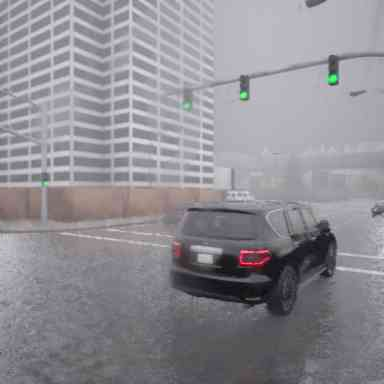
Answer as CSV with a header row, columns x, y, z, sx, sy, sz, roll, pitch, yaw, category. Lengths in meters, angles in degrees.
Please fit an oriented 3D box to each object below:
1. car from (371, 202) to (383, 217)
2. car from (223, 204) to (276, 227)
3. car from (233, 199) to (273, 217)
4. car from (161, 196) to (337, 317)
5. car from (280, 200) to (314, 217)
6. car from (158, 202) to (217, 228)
x,y,z,sx,sy,sz,roll,pitch,yaw,category
17.990,1.603,30.859,1.895,1.301,4.718,0,0,35,car
4.217,1.602,23.647,1.895,1.301,4.718,0,0,35,car
6.040,1.479,32.286,1.882,1.535,5.008,0,0,36,car
1.770,1.229,7.859,2.150,2.045,5.566,0,0,35,car
10.203,1.527,32.100,1.812,1.442,4.674,0,0,35,car
-0.181,1.527,23.450,1.812,1.442,4.674,0,0,34,car
